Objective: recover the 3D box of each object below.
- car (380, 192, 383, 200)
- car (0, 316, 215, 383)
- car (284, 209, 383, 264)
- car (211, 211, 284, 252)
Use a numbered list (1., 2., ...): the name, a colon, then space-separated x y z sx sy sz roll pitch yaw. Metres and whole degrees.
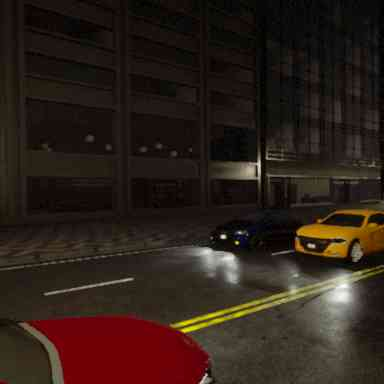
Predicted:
1. car: 31.467 0.981 59.559 1.947 1.339 4.313 -1 1 -36
2. car: -1.922 1.530 2.070 4.674 1.442 1.812 -1 0 -35
3. car: 5.714 1.374 11.655 5.008 1.535 1.882 0 0 -35
4. car: 2.807 1.472 13.592 4.181 1.385 1.994 -1 0 -35
